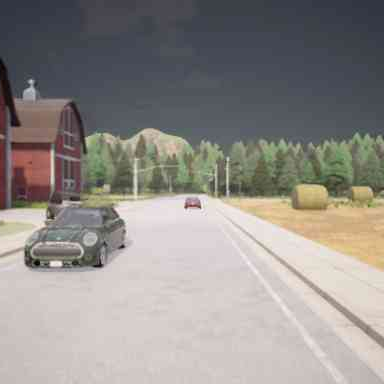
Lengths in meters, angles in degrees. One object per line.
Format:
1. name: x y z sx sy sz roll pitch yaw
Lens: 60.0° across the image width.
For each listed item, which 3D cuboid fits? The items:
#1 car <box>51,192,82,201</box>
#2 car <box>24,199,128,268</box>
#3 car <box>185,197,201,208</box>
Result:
1. car: -7.665 0.989 20.922 1.905 1.878 3.866 7 -3 -42
2. car: -3.549 1.270 10.951 2.097 1.767 4.553 0 1 0
3. car: 0.096 1.259 41.214 1.994 1.385 4.181 0 0 0
